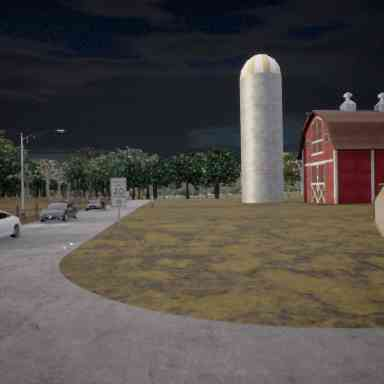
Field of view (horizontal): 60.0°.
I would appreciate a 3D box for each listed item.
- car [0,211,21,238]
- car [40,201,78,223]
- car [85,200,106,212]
[{"bbox_3d":[-9.515,1.576,15.185,1.812,1.442,4.674,-1,0,-4],"label":"car"},{"bbox_3d":[-10.522,1.554,26.542,1.837,1.490,4.892,-1,1,-5],"label":"car"},{"bbox_3d":[-11.841,1.655,41.019,1.994,1.385,4.181,-1,0,-5],"label":"car"}]
